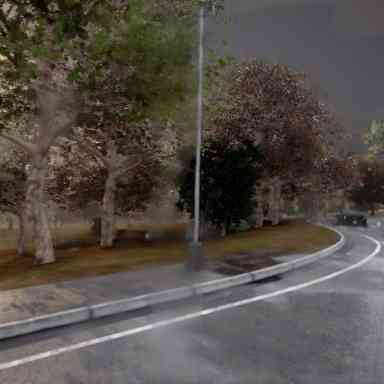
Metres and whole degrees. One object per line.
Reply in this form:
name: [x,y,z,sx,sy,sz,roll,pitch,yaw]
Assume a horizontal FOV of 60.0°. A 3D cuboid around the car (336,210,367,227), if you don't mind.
car: [13.947,2.252,29.321,1.895,1.301,4.718,1,-1,17]
